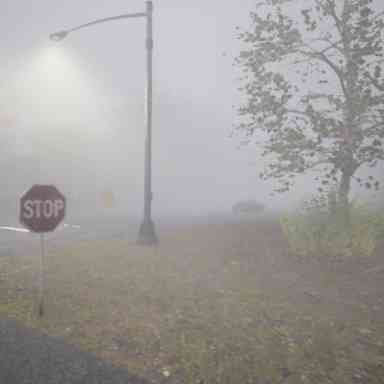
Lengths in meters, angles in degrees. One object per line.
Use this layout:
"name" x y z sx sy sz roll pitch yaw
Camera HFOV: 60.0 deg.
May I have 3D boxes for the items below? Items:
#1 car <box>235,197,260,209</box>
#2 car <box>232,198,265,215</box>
"car" 8.387 1.622 49.980 1.837 1.490 4.892 1 2 36
"car" 6.011 1.532 34.782 2.128 1.511 4.902 1 0 36
